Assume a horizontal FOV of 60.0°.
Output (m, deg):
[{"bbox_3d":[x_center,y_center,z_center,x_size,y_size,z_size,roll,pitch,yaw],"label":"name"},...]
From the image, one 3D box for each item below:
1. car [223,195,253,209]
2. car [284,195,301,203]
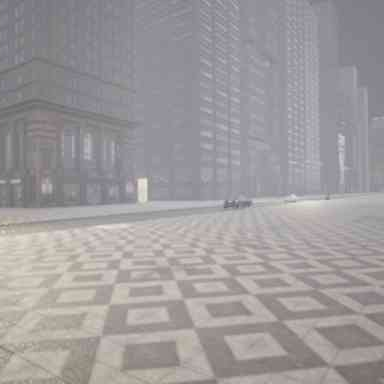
[{"bbox_3d":[5.688,1.164,40.486,2.097,1.767,4.553,-1,0,35],"label":"car"},{"bbox_3d":[17.009,1.160,56.401,1.812,1.442,4.674,-1,-1,35],"label":"car"}]
